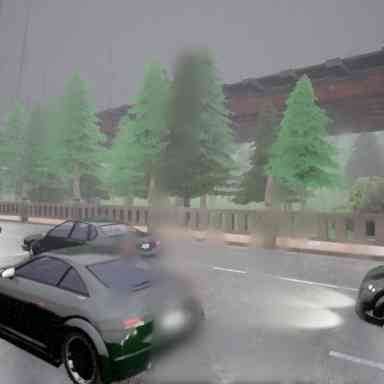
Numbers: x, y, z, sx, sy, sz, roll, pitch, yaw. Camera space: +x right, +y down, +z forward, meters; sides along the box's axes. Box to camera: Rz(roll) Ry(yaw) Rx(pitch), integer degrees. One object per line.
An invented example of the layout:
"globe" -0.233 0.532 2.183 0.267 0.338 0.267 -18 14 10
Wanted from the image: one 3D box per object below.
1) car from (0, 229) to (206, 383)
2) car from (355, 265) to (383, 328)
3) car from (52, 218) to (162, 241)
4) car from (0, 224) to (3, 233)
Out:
"car" -1.864 1.564 5.328 4.181 1.385 1.994 0 0 36
"car" 4.756 1.564 4.896 4.181 1.385 1.994 0 0 36
"car" -3.312 1.547 10.671 5.357 1.411 2.033 0 0 36
"car" -11.461 1.547 16.486 5.357 1.411 2.033 0 0 36
